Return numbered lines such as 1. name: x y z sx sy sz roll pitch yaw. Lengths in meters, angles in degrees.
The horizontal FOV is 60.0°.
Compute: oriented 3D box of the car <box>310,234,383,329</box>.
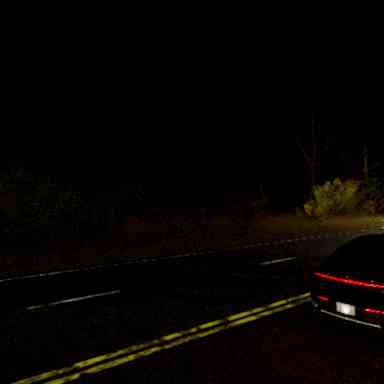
1. car: 4.361 1.599 6.707 4.892 1.490 1.837 0 -2 -37
